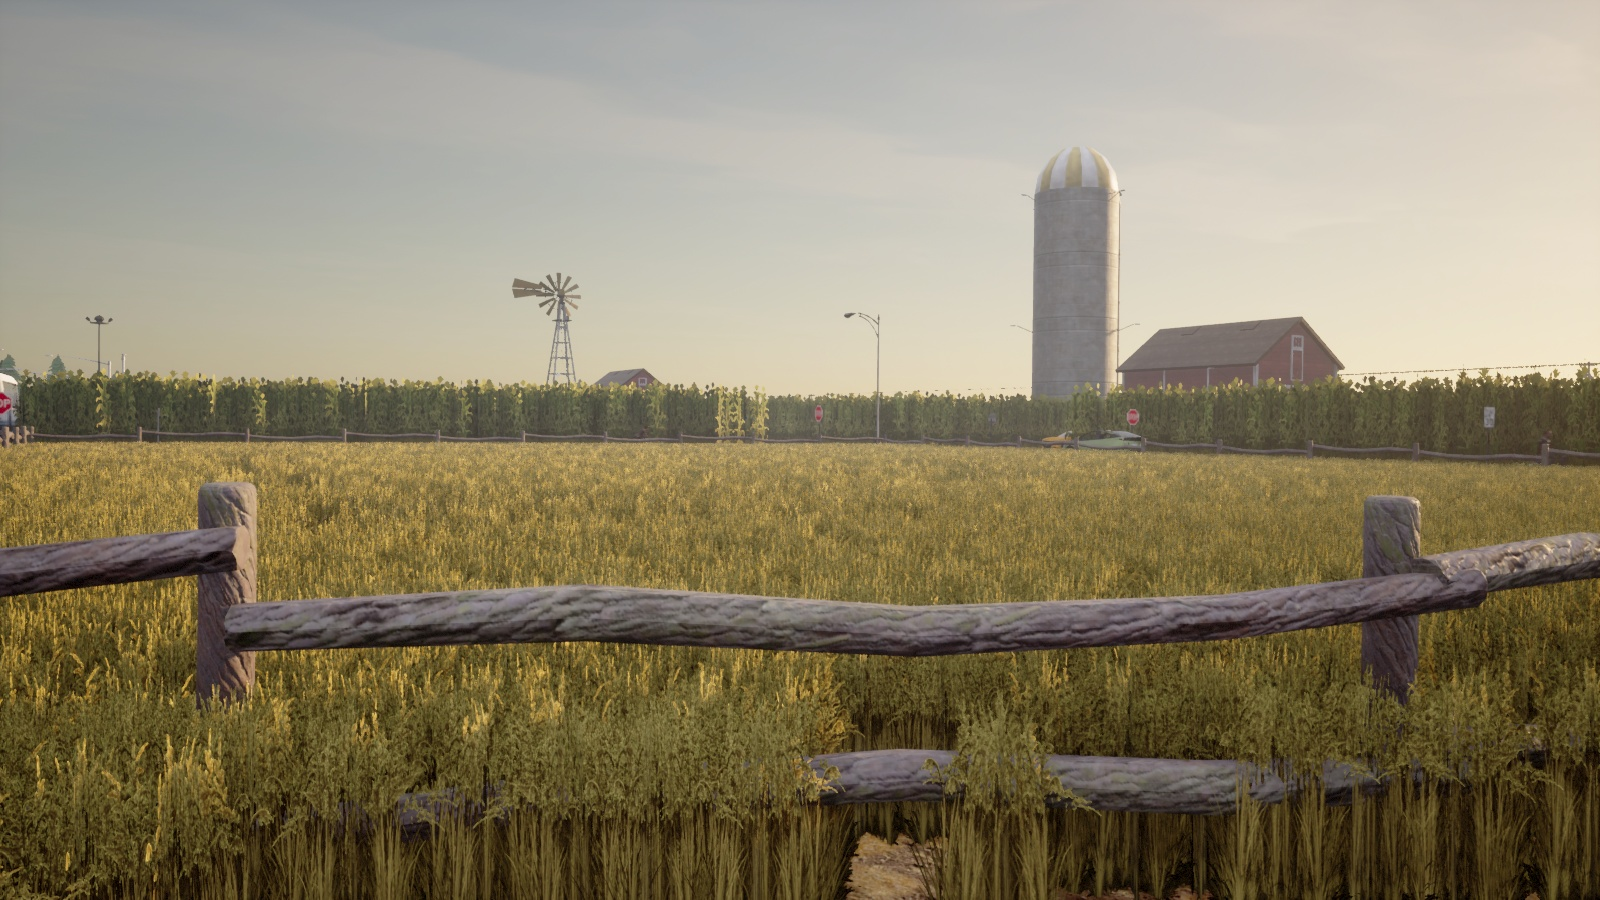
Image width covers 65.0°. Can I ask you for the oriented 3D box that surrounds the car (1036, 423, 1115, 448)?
[{"bbox_3d":[18.009,-0.949,81.948,5.008,1.535,1.882,0,1,-28],"label":"car"}]

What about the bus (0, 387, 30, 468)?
[{"bbox_3d":[-45.657,-1.224,69.958,3.944,4.253,10.273,-1,1,-28],"label":"bus"}]

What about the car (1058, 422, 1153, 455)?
[{"bbox_3d":[14.731,-0.567,60.857,2.007,1.525,4.514,-1,2,-27],"label":"car"}]
